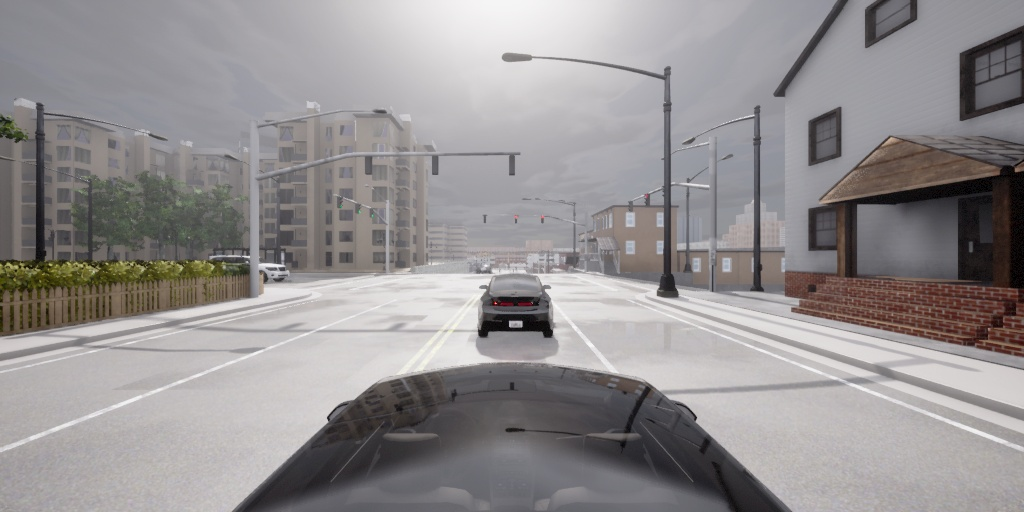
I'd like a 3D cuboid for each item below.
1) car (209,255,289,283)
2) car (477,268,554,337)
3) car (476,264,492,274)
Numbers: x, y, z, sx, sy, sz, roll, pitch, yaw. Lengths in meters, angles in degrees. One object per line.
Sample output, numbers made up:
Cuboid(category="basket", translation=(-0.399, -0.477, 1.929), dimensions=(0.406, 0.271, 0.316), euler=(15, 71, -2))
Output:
Cuboid(category="car", translation=(-19.946, 0.971, 27.017), dimensions=(5.566, 2.045, 2.150), euler=(0, 0, 1))
Cuboid(category="car", translation=(0.095, 1.255, 10.319), dimensions=(1.837, 1.490, 4.892), euler=(0, 0, 0))
Cuboid(category="car", translation=(-3.600, 1.755, 47.134), dimensions=(2.128, 1.511, 4.902), euler=(0, -5, 0))
